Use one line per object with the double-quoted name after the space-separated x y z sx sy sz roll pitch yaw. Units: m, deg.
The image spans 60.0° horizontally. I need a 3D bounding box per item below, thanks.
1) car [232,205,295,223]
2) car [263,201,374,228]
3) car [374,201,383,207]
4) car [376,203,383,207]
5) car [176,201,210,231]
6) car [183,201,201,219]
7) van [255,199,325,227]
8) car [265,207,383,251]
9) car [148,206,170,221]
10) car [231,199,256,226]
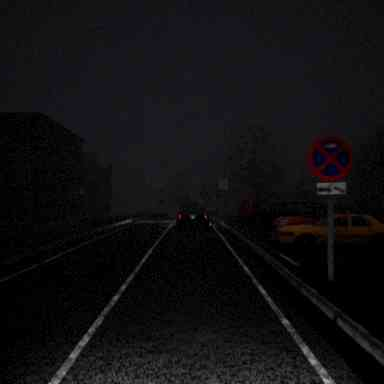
6.155 1.910 29.099 5.008 1.535 2.097 0 -2 -1 "car"
6.296 1.495 16.961 4.553 1.767 2.185 0 -1 0 "car"
18.378 1.679 30.124 5.566 2.045 2.435 0 -2 -1 "car"
18.433 1.854 27.449 4.892 1.521 2.231 0 -2 -1 "car"
0.055 1.631 22.544 2.097 1.767 4.553 0 -2 0 "car"
-0.005 2.183 41.003 2.150 2.045 5.566 0 -2 0 "car"
6.357 1.456 20.000 4.442 1.987 1.878 0 -1 0 "van"
6.102 1.570 14.040 5.366 1.575 1.946 0 -1 0 "car"
-3.421 2.176 35.025 1.882 1.535 5.008 0 -2 0 "car"
6.214 1.574 26.190 5.566 2.045 2.435 0 -1 -1 "car"
